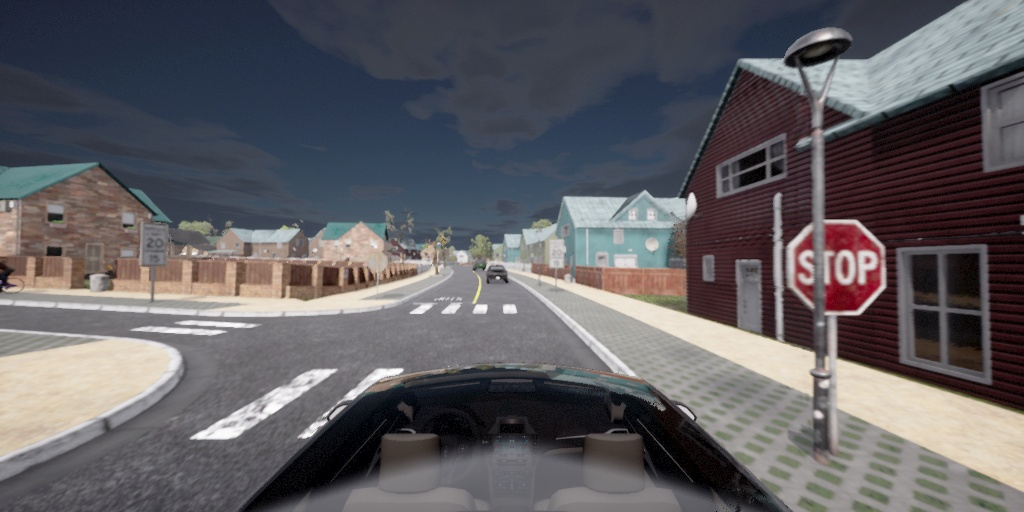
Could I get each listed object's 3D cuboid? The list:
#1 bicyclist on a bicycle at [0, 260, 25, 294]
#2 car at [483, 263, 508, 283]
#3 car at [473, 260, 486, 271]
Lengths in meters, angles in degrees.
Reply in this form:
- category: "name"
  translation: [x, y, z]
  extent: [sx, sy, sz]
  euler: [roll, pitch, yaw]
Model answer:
- category: "bicyclist on a bicycle"
  translation: [-21.422, 0.811, 14.864]
  extent: [0.582, 1.620, 1.656]
  euler: [1, -1, 10]
- category: "car"
  translation: [-1.414, 1.601, 32.416]
  extent: [1.837, 1.490, 4.892]
  euler: [0, -1, -5]
- category: "car"
  translation: [-5.796, 1.673, 64.297]
  extent: [2.150, 2.045, 5.566]
  euler: [0, -1, -11]
